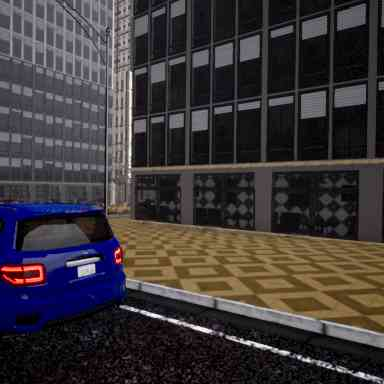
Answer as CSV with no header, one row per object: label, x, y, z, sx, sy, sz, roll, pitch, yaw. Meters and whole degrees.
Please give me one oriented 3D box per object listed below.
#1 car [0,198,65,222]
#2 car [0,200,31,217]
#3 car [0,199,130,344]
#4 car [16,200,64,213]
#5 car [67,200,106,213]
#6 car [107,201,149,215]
car,-14.159,1.523,29.541,2.192,1.841,5.009,1,0,36
car,-18.857,1.620,32.917,1.837,1.490,4.892,1,0,36
car,-3.714,1.219,6.333,5.566,2.045,2.150,0,0,35
car,-17.655,1.648,38.916,1.752,1.417,4.829,1,0,36
car,-12.944,1.767,40.936,1.994,1.385,4.181,1,0,36
car,-7.360,1.834,38.752,1.752,1.417,4.829,1,0,36
